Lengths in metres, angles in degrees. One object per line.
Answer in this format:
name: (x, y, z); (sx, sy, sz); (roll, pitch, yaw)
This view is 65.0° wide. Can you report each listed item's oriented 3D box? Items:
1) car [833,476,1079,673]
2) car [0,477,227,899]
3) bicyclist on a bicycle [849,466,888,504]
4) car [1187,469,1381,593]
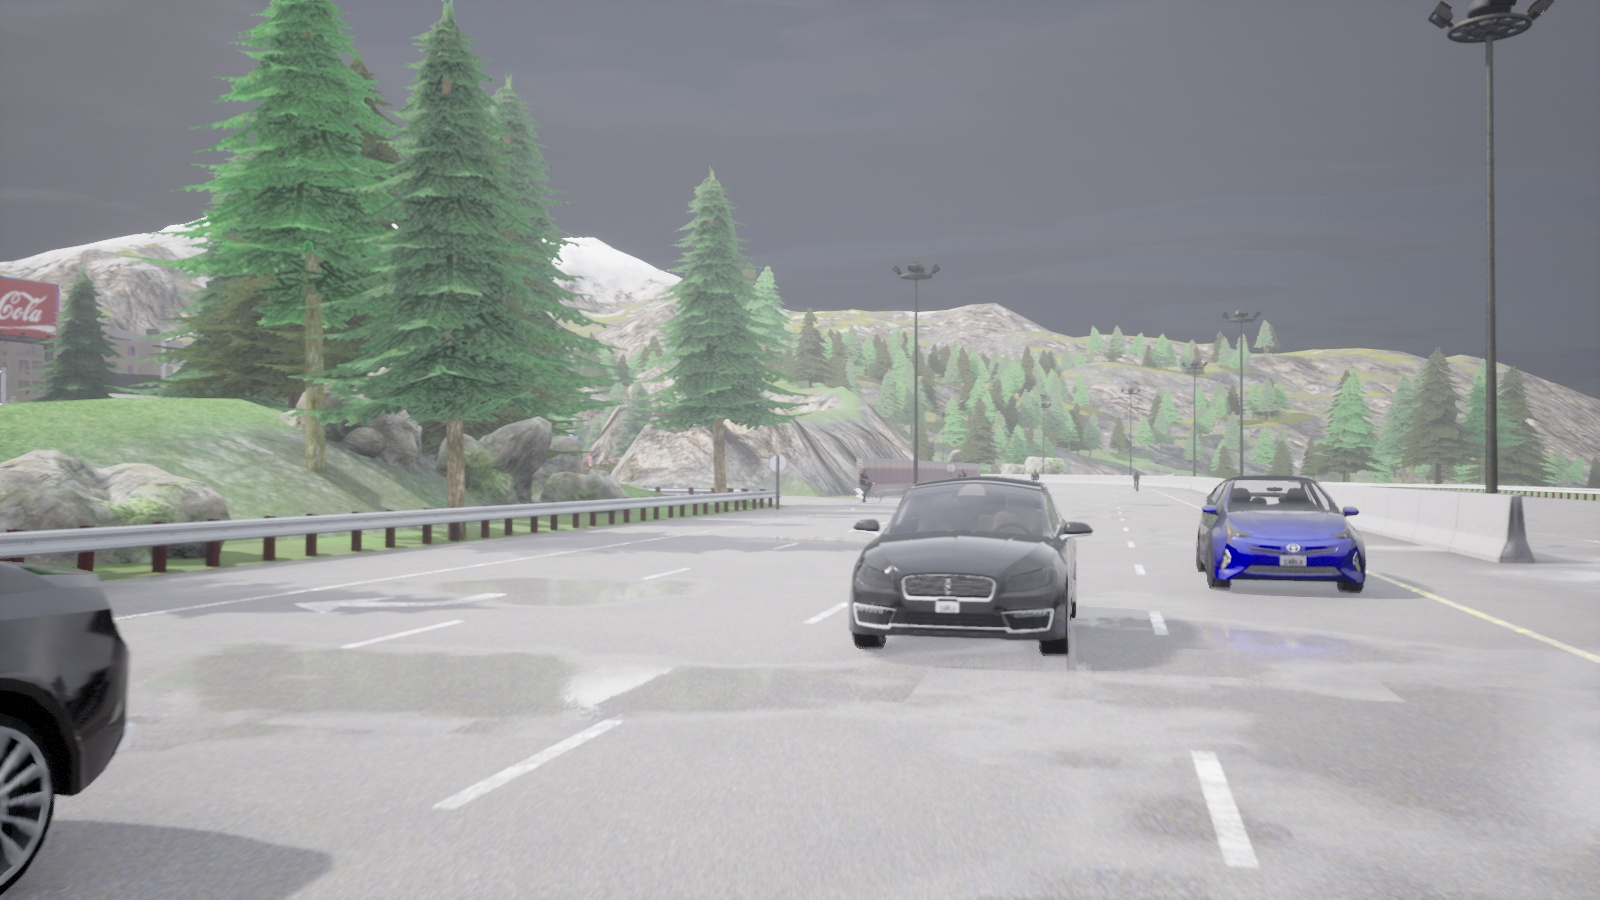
car: (1.739, 1.018, 12.303); (1.837, 1.490, 4.892); (0, -1, 14)
car: (-4.072, 0.842, 3.250); (2.128, 1.511, 4.902); (0, -1, 14)
bicyclist on a bicycle: (3.270, 1.670, 59.811); (1.843, 1.776, 0.659); (-1, 0, 43)
car: (6.706, 1.034, 17.894); (2.007, 1.525, 4.514); (0, -1, 14)
